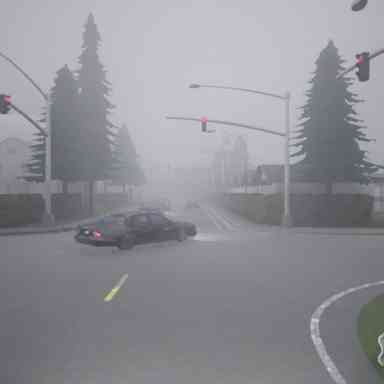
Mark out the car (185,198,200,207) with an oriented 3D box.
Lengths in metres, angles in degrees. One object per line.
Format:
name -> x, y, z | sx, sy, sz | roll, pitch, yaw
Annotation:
car -> 0.077, 1.542, 45.060 | 2.033, 1.411, 5.357 | 0, 0, 0

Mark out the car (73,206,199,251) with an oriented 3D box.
car -> -2.180, 1.539, 14.088 | 2.033, 1.411, 5.357 | 0, 0, 43

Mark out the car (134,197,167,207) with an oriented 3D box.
car -> -3.604, 1.474, 29.619 | 1.882, 1.535, 5.008 | 0, 0, 0

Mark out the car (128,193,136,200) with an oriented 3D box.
car -> -16.819, 1.066, 84.208 | 3.866, 1.878, 1.905 | 0, 0, -1

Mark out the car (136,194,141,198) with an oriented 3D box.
car -> -16.230, 1.350, 87.536 | 3.806, 1.475, 1.970 | 0, 0, -1

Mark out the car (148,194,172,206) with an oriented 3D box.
car -> -3.605, 1.347, 39.773 | 2.097, 1.767, 4.553 | 0, 0, 0
